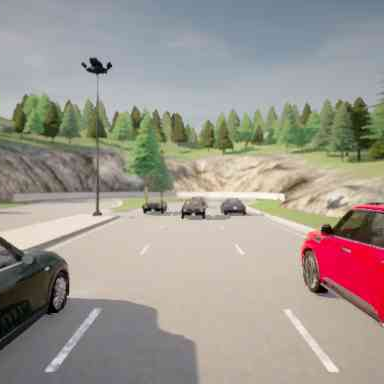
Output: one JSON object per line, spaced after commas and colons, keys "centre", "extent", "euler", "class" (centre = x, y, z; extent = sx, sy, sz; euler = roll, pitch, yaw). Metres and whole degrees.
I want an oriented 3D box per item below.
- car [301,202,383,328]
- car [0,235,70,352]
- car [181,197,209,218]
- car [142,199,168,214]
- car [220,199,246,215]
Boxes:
{"centre": [3.601, 1.168, 5.400], "extent": [2.150, 2.045, 5.566], "euler": [0, 1, 0], "class": "car"}
{"centre": [-3.399, 1.307, 4.565], "extent": [2.097, 1.767, 4.553], "euler": [0, 1, 0], "class": "car"}
{"centre": [0.108, 1.343, 26.656], "extent": [1.895, 1.301, 4.718], "euler": [0, 1, 0], "class": "car"}
{"centre": [-3.354, 1.300, 31.042], "extent": [1.895, 1.301, 4.718], "euler": [0, 1, 1], "class": "car"}
{"centre": [3.637, 1.275, 29.808], "extent": [1.994, 1.385, 4.181], "euler": [0, 1, 1], "class": "car"}
